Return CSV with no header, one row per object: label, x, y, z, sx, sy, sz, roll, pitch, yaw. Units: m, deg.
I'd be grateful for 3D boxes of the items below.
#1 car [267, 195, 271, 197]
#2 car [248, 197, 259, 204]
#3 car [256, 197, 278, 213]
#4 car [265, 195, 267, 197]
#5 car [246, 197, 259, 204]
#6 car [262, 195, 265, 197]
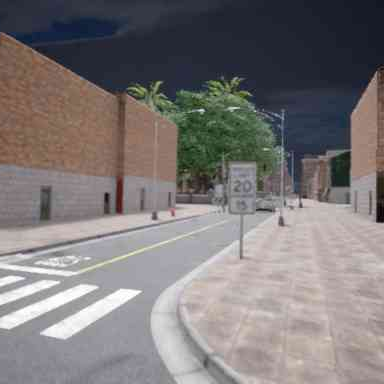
car,19.702,1.978,90.572,1.802,1.307,4.206,2,0,18
car,13.010,1.755,70.129,1.752,1.417,4.829,2,0,18
car,8.761,1.679,39.764,1.994,1.385,4.181,1,0,19
car,16.336,1.874,80.205,1.947,1.339,4.313,2,0,18
car,12.422,1.767,68.244,2.008,1.369,4.403,2,0,18
car,14.652,1.818,75.022,2.008,1.369,4.403,2,0,18
